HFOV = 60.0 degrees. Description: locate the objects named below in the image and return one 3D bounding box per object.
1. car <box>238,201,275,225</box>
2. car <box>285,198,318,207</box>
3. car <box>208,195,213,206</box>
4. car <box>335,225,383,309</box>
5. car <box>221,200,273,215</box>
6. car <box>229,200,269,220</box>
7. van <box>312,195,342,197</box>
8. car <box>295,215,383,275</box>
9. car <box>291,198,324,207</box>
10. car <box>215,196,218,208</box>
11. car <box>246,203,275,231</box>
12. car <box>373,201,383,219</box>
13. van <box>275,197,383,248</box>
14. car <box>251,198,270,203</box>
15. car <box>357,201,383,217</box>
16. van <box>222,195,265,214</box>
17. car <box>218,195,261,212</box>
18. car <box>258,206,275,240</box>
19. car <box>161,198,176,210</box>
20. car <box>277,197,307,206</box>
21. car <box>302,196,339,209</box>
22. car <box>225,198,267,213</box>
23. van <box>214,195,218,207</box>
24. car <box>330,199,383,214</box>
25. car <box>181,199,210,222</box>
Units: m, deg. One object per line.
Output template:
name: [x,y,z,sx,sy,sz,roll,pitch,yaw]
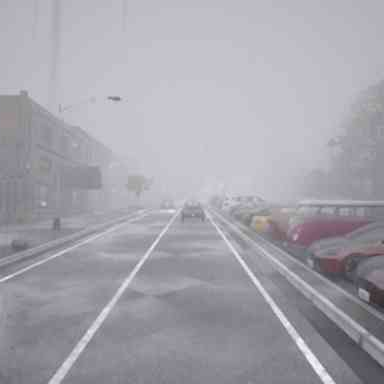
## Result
car: [5.612,1.519,20.264,5.008,1.535,2.097,0,0,0]
car: [18.660,1.729,56.697,5.008,1.535,2.097,0,-1,0]
car: [5.605,1.409,48.297,5.566,2.045,2.435,0,0,0]
car: [5.612,1.518,6.251,4.792,1.488,2.163,0,0,0]
car: [5.588,1.582,34.280,5.008,1.535,2.097,0,0,0]
car: [5.578,1.569,25.872,4.792,1.488,2.163,0,0,0]
van: [18.774,1.417,45.563,4.442,1.987,1.878,0,0,0]
car: [5.607,1.523,9.054,4.792,1.488,2.163,0,0,0]
car: [18.657,1.744,53.910,4.674,1.452,2.002,0,-1,0]
car: [5.579,1.613,39.887,4.892,1.521,2.231,0,0,0]
car: [5.807,1.509,17.464,5.366,1.575,1.946,0,0,0]
car: [18.711,1.584,28.848,4.792,1.488,2.163,0,0,0]
van: [5.515,1.274,11.858,4.442,1.987,1.878,0,0,0]
car: [18.666,2.252,90.747,4.674,1.452,2.002,0,-1,0]
car: [18.648,1.598,31.633,4.792,1.488,2.163,0,0,0]
van: [5.705,1.371,37.085,4.442,1.987,1.878,0,0,0]
car: [5.626,1.316,31.478,5.566,2.045,2.435,0,0,0]
car: [5.656,1.535,14.661,4.792,1.488,2.163,0,0,0]
car: [-3.351,1.678,47.132,2.128,1.511,4.902,0,0,0]
car: [18.651,1.792,62.265,5.008,1.535,2.097,0,-1,0]
car: [18.625,1.535,48.343,4.553,1.767,2.185,0,0,0]
car: [5.598,1.554,28.670,4.892,1.521,2.231,0,0,0]
van: [5.465,1.401,42.692,4.442,1.987,1.878,0,0,0]
car: [18.483,1.595,37.204,5.366,1.575,1.946,0,0,0]
car: [0.076,1.572,27.445,2.128,1.511,4.902,0,0,0]
